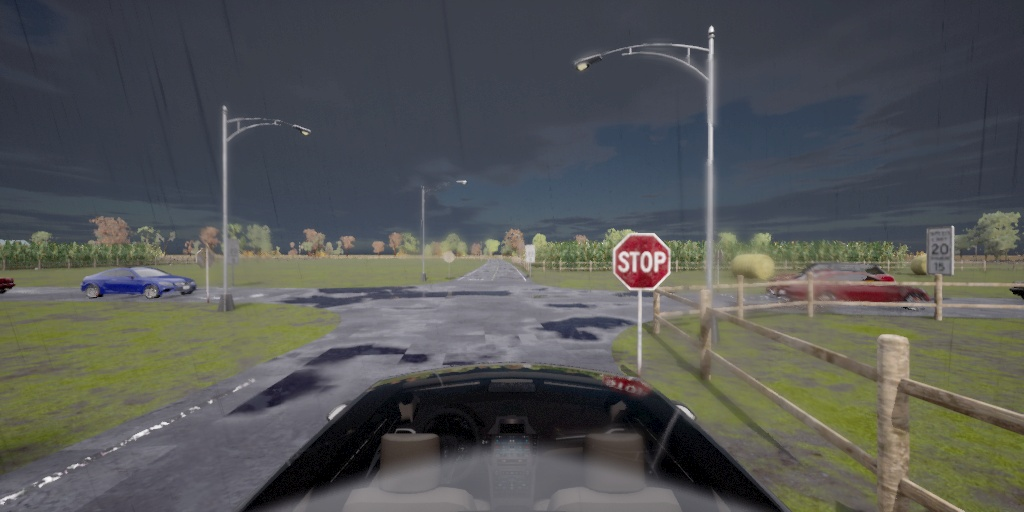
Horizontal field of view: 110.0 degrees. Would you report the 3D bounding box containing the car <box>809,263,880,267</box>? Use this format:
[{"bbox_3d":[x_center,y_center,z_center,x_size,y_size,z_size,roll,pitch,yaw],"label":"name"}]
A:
[{"bbox_3d":[14.602,1.098,16.597,4.553,1.767,2.097,0,0,10],"label":"car"}]

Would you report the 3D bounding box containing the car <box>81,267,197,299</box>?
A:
[{"bbox_3d":[-17.967,1.262,17.326,4.674,1.442,1.812,0,0,3],"label":"car"}]

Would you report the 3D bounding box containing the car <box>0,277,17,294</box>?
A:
[{"bbox_3d":[-27.846,1.334,17.663,4.718,1.301,1.895,0,0,1],"label":"car"}]

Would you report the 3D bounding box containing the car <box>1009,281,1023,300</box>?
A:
[{"bbox_3d":[24.287,1.359,14.748,4.718,1.301,1.895,0,0,12],"label":"car"}]

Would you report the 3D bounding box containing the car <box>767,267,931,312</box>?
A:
[{"bbox_3d":[13.097,1.289,13.996,4.674,1.442,1.812,0,0,9],"label":"car"}]
